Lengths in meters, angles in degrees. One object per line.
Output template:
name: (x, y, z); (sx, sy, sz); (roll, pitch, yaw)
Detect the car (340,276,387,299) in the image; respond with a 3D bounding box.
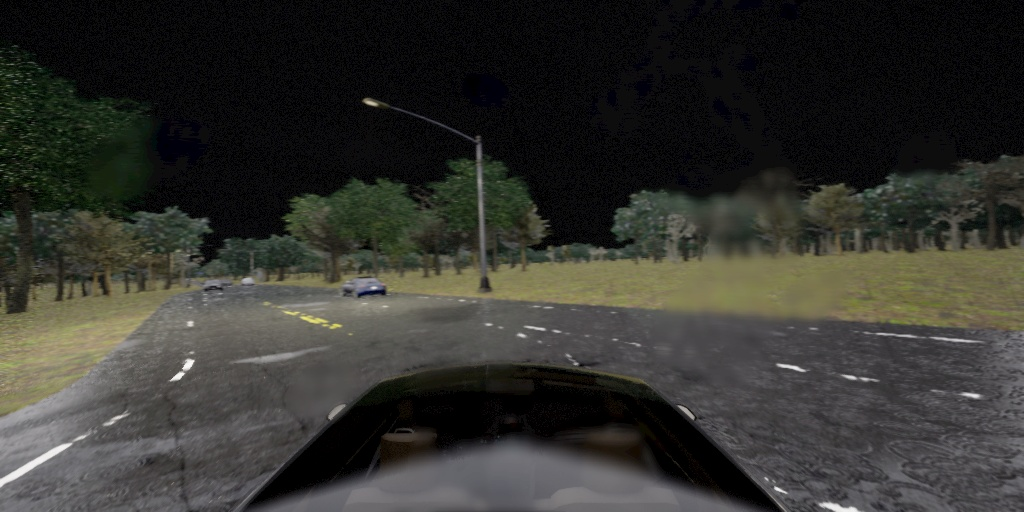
car: (-10.177, 2.102, 24.462); (1.994, 1.385, 4.181); (-1, -2, -42)

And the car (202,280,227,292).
car: (-38.080, 3.812, 45.834); (1.837, 1.490, 4.892); (-2, -1, -37)
